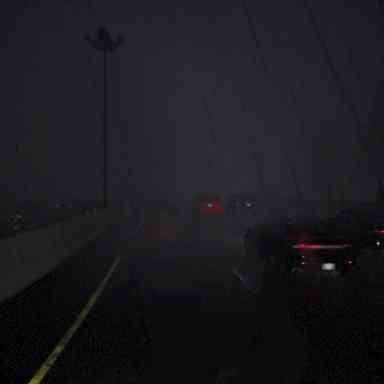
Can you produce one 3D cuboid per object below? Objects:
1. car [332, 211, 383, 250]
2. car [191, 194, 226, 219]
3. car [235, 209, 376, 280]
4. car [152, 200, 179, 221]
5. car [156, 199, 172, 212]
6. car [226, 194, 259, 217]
[{"bbox_3d":[6.195,1.472,12.862,2.128,1.511,4.902,0,0,-5],"label":"car"},{"bbox_3d":[1.172,1.200,29.112,2.150,2.045,5.566,0,0,-6],"label":"car"},{"bbox_3d":[2.926,1.479,9.993,2.128,1.511,4.902,0,0,-4],"label":"car"},{"bbox_3d":[-2.126,1.490,26.806,1.837,1.490,4.892,0,0,-6],"label":"car"},{"bbox_3d":[-3.406,1.579,40.027,1.895,1.301,4.718,0,0,-6],"label":"car"},{"bbox_3d":[4.525,1.192,30.793,2.150,2.045,5.566,0,0,-6],"label":"car"}]
